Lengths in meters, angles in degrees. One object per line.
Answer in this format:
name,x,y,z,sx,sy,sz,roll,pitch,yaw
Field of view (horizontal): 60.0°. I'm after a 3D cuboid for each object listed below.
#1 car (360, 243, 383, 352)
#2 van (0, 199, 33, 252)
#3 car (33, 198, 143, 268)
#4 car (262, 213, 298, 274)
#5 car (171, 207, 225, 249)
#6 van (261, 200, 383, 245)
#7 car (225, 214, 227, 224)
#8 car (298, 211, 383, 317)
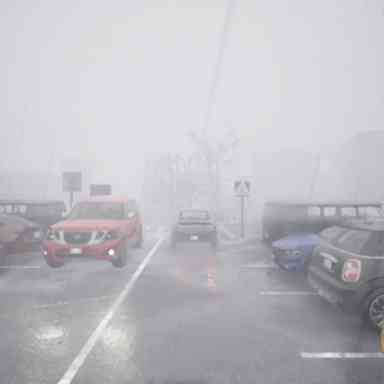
car,4.864,1.473,3.274,5.366,1.575,1.946,0,0,0
van,-7.770,1.305,14.282,4.442,1.987,1.878,0,-1,0
car,-3.083,1.234,11.631,2.150,2.045,5.566,0,0,0
car,4.683,1.475,8.982,5.008,1.535,2.097,0,0,0
car,0.092,1.554,14.814,2.128,1.511,4.902,0,-1,0
van,4.794,1.269,11.759,4.442,1.987,1.878,0,-1,0
car,1.696,2.094,29.144,2.128,1.511,4.902,-2,-4,20
car,4.647,1.347,6.193,4.553,1.767,2.185,0,0,0
